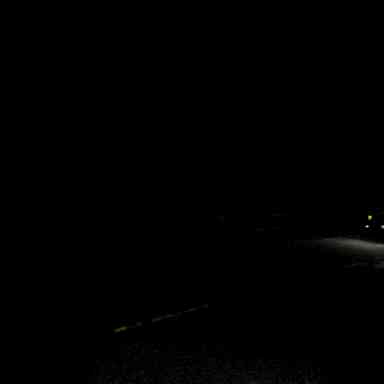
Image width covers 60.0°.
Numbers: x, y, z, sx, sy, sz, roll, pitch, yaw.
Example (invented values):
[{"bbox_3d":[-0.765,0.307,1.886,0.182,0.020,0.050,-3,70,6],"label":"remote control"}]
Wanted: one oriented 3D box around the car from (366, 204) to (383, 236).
[{"bbox_3d":[12.211,1.531,19.351,5.566,2.045,2.150,1,0,-41],"label":"car"}]
